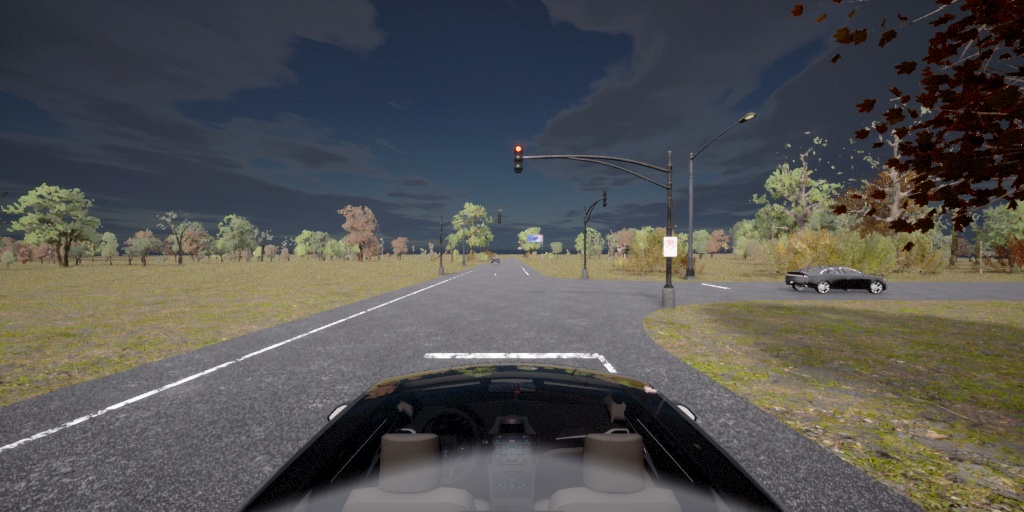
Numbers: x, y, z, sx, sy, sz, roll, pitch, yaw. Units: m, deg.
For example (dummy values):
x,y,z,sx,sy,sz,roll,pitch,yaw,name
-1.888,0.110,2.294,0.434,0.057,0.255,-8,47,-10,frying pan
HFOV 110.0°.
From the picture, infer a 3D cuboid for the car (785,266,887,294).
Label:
x,y,z,sx,sy,sz,roll,pitch,yaw,name
18.327,1.308,20.373,4.902,1.511,2.128,0,1,0,car
